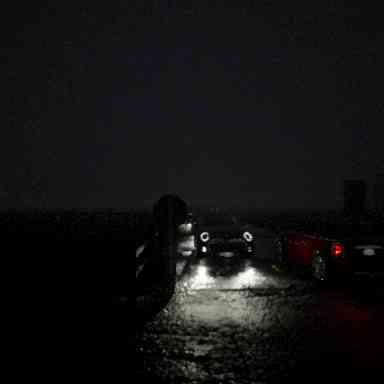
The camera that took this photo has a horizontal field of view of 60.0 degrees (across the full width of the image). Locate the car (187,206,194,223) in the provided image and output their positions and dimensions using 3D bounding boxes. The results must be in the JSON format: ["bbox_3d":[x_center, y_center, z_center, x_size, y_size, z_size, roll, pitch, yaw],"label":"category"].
[{"bbox_3d":[0.924,2.013,23.203,2.128,1.511,4.902,0,-1,-2],"label":"car"}]

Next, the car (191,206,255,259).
[{"bbox_3d":[1.196,1.661,13.951,2.097,1.767,4.553,0,-1,-2],"label":"car"}]

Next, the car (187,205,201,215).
[{"bbox_3d":[0.244,2.626,48.723,1.895,1.301,4.718,0,-1,-2],"label":"car"}]

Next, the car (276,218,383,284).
[{"bbox_3d":[4.298,1.599,10.556,2.097,1.767,4.553,1,-1,-5],"label":"car"}]

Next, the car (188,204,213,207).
[{"bbox_3d":[0.621,2.112,33.552,2.097,1.767,4.553,0,-1,-2],"label":"car"}]
